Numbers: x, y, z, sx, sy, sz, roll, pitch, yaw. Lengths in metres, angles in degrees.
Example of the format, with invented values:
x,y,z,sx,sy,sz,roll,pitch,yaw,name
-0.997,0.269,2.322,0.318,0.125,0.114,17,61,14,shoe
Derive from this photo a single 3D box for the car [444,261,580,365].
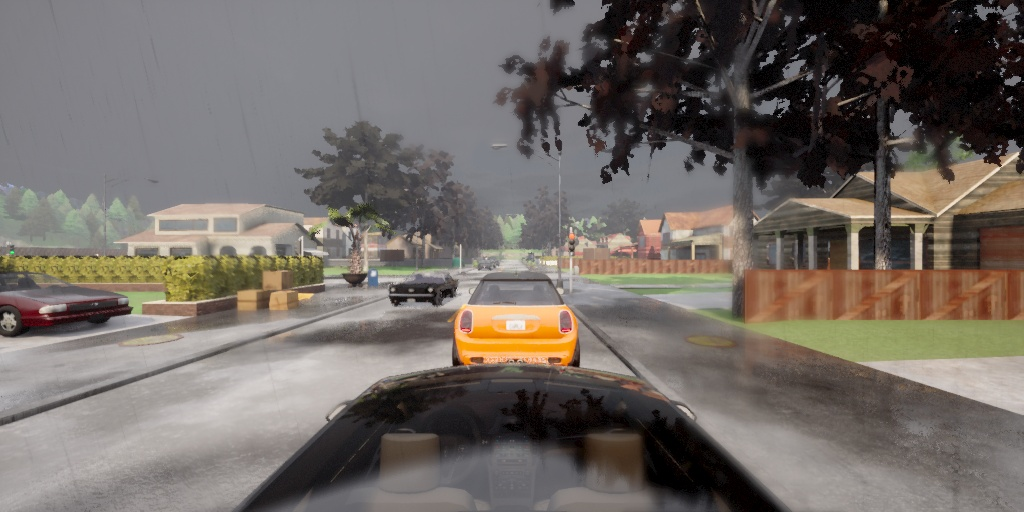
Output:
x,y,z,sx,sy,sz,roll,pitch,yaw,name
0.097,1.102,7.727,2.097,1.767,4.553,0,0,1,car

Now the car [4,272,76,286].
x,y,z,sx,sy,sz,roll,pitch,yaw,name
-33.966,1.276,26.617,4.674,1.442,1.812,0,0,1,car

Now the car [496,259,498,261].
x,y,z,sx,sy,sz,roll,pitch,yaw,name
-3.593,1.241,59.275,2.128,1.511,4.902,0,0,1,car

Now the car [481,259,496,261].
x,y,z,sx,sy,sz,roll,pitch,yaw,name
-3.686,1.255,49.935,1.837,1.490,4.892,0,0,1,car

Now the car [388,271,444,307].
x,y,z,sx,sy,sz,roll,pitch,yaw,name
-3.651,1.351,15.585,1.895,1.301,4.718,0,0,3,car

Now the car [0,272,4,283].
x,y,z,sx,sy,sz,roll,pitch,yaw,name
-44.651,1.314,30.905,4.181,1.385,1.994,0,0,1,car
